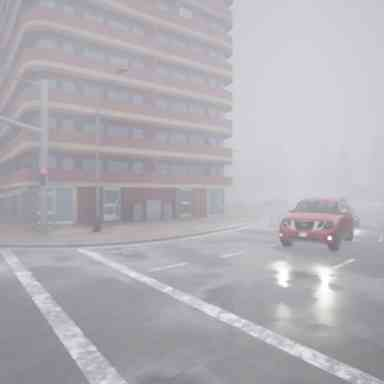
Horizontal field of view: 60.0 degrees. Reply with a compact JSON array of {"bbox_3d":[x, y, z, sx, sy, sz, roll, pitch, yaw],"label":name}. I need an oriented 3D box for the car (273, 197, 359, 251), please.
[{"bbox_3d":[5.729,1.264,14.801,2.150,2.045,5.566,0,0,34],"label":"car"}]

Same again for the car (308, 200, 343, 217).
[{"bbox_3d":[13.442,1.629,33.895,2.128,1.511,4.902,0,0,7],"label":"car"}]

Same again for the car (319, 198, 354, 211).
[{"bbox_3d":[20.025,1.680,46.249,1.882,1.535,5.008,0,0,-12],"label":"car"}]

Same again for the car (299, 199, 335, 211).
[{"bbox_3d":[16.748,1.738,44.921,2.033,1.411,5.357,0,0,-12],"label":"car"}]

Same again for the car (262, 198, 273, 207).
[{"bbox_3d":[13.685,1.705,55.144,1.882,1.535,5.008,0,0,-26],"label":"car"}]
